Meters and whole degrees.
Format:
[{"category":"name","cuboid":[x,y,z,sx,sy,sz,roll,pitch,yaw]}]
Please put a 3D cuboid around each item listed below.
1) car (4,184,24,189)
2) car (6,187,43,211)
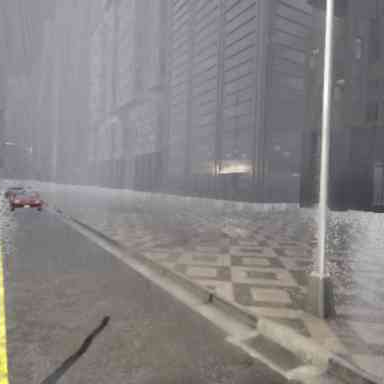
[{"category":"car","cuboid":[-18.961,-0.143,35.758,2.128,1.511,4.902,1,2,-30]},{"category":"car","cuboid":[-11.712,0.560,23.342,1.895,1.301,4.718,1,2,-30]}]
